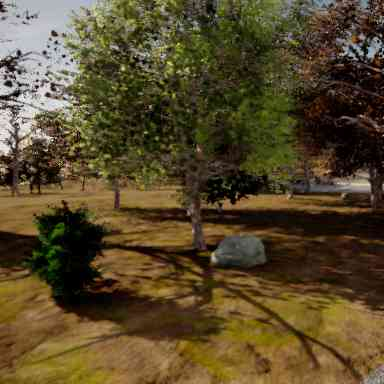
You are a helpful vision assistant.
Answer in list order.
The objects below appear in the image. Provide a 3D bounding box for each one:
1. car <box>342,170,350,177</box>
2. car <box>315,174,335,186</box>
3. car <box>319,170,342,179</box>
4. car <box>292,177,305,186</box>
[{"bbox_3d":[30.095,-3.607,66.617,5.357,1.411,2.033,-7,4,-28],"label":"car"},{"bbox_3d":[20.474,-1.763,51.614,1.837,1.490,4.892,-6,4,5],"label":"car"},{"bbox_3d":[28.952,-3.643,69.667,4.718,1.301,1.895,-7,4,-28],"label":"car"},{"bbox_3d":[18.068,-1.800,56.542,1.994,1.385,4.181,-4,4,17],"label":"car"}]
